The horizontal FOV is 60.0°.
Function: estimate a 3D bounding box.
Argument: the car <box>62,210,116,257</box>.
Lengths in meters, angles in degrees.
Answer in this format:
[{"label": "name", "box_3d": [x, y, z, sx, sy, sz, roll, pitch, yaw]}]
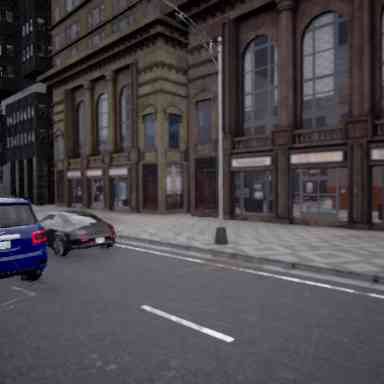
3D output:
[{"label": "car", "box_3d": [-4.639, 1.381, 12.300, 4.674, 1.442, 1.812, 0, 1, 43]}]

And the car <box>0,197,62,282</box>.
[{"label": "car", "box_3d": [-5.720, 1.157, 8.496, 5.566, 2.045, 2.150, 0, 1, 43]}]
